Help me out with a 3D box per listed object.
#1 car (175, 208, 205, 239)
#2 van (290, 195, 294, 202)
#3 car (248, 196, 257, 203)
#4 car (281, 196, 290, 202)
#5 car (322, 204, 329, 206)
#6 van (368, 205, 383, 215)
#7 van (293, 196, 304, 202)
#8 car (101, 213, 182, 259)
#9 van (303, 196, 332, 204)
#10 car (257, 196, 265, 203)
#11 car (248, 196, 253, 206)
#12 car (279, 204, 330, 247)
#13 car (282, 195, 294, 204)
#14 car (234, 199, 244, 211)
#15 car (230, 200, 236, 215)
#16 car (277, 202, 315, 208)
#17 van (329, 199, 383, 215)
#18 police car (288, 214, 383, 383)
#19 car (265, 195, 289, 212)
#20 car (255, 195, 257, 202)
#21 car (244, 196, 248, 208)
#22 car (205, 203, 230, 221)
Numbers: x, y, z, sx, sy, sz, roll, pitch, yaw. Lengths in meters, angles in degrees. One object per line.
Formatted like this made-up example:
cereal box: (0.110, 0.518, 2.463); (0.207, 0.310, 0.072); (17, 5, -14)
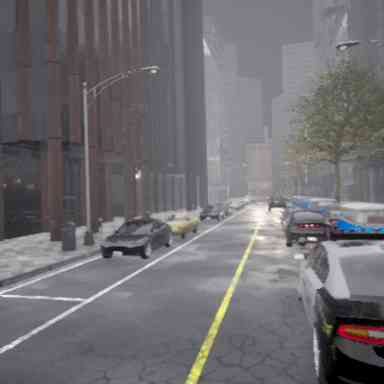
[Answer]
car: (-0.799, 1.762, 18.964); (1.752, 1.417, 4.829); (-2, -1, 14)
van: (12.807, 1.398, 38.979); (1.690, 1.788, 3.998); (-2, -1, 14)
car: (16.424, 1.993, 90.123); (1.967, 1.590, 4.097); (-2, -1, 14)
car: (24.710, 1.832, 88.122); (2.008, 1.369, 4.403); (-2, -1, 14)
car: (7.526, 1.511, 17.134); (1.887, 1.381, 4.507); (-2, -1, 14)
van: (4.876, 1.264, 6.214); (1.690, 1.788, 3.998); (-2, -1, 14)
van: (11.485, 1.375, 33.518); (1.690, 1.788, 3.998); (-2, -1, 14)
car: (-2.079, 1.782, 13.668); (1.947, 1.339, 4.313); (-2, -1, 14)
van: (8.841, 1.330, 22.597); (1.690, 1.788, 3.998); (-2, -1, 14)
car: (18.112, 2.009, 85.338); (1.994, 1.385, 4.181); (-2, -1, 14)
car: (9.818, 1.975, 62.817); (2.008, 1.369, 4.403); (-2, -1, 14)
car: (5.057, 1.520, 14.850); (1.837, 1.490, 4.892); (-2, -1, 14)
car: (20.737, 1.518, 71.743); (2.192, 1.841, 5.009); (-2, -1, 14)
car: (5.811, 1.876, 46.269); (1.752, 1.417, 4.829); (-2, -1, 14)
car: (3.208, 1.871, 35.512); (1.947, 1.339, 4.313); (-2, -1, 14)
car: (6.469, 1.564, 20.681); (1.812, 1.442, 4.674); (-2, -1, 14)
van: (6.198, 1.286, 11.676); (1.690, 1.788, 3.998); (-2, -1, 14)
police car: (2.728, 1.403, 5.238); (1.930, 1.638, 5.238); (-2, -1, 14)
car: (10.777, 1.377, 42.241); (2.150, 2.045, 5.566); (-2, -1, 14)
car: (13.784, 2.045, 79.200); (1.887, 1.381, 4.507); (-2, -1, 14)
car: (7.170, 1.815, 51.897); (1.967, 1.590, 4.097); (-2, -1, 14)
car: (1.887, 1.848, 30.051); (1.947, 1.339, 4.313); (-2, -1, 14)
